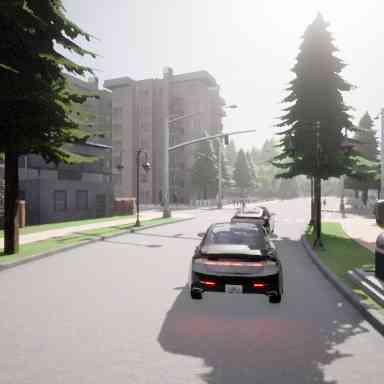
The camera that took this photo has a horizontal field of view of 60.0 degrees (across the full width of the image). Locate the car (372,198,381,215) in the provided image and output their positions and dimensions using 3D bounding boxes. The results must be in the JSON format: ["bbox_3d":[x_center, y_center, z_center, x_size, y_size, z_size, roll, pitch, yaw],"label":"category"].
[{"bbox_3d":[17.790,1.497,27.250,5.008,1.535,1.882,0,0,26],"label":"car"}]

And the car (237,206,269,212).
[{"bbox_3d":[3.231,1.491,17.375,2.128,1.511,4.902,0,0,18],"label":"car"}]

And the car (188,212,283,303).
[{"bbox_3d":[1.105,1.492,8.268,2.128,1.511,4.902,0,0,9],"label":"car"}]
